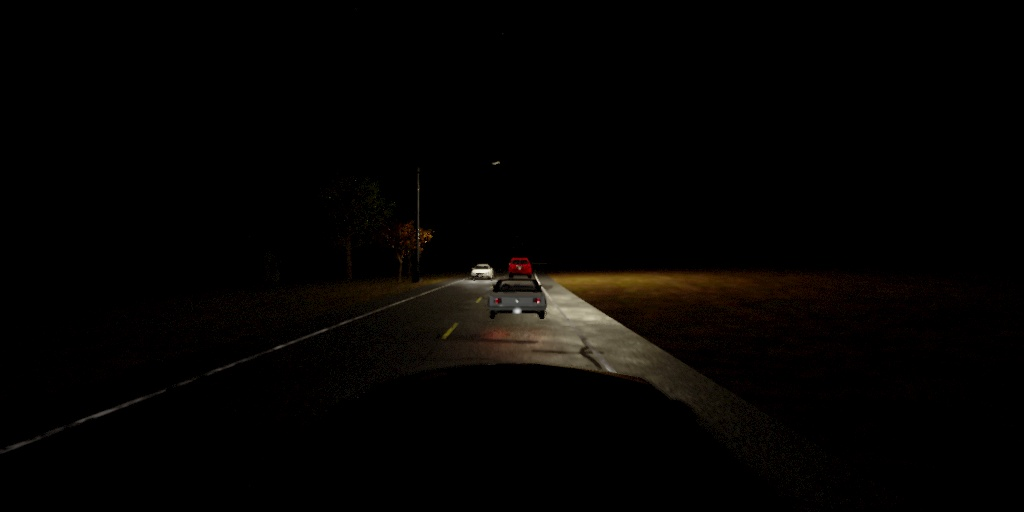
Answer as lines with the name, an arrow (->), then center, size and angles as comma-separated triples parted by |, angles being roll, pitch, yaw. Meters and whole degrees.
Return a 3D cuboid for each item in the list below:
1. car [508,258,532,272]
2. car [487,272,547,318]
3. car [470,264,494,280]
car -> 0.823, 1.250, 35.595 | 2.150, 2.045, 5.566 | 0, 0, 2
car -> 0.200, 1.449, 13.400 | 1.895, 1.301, 4.718 | 0, 0, 1
car -> -2.811, 1.544, 34.537 | 1.812, 1.442, 4.674 | 0, 0, 2
